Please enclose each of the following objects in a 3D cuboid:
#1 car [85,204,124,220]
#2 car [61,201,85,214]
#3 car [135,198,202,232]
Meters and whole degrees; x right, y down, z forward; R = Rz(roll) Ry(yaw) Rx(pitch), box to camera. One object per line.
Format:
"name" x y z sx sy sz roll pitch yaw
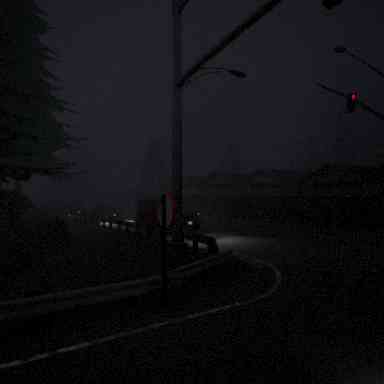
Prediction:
"car" -7.649 1.756 29.693 1.994 1.385 4.181 0 0 -35
"car" -13.653 1.737 38.218 2.033 1.411 5.357 0 0 -33
"car" -1.680 1.415 21.118 2.150 2.045 5.566 0 0 -35
